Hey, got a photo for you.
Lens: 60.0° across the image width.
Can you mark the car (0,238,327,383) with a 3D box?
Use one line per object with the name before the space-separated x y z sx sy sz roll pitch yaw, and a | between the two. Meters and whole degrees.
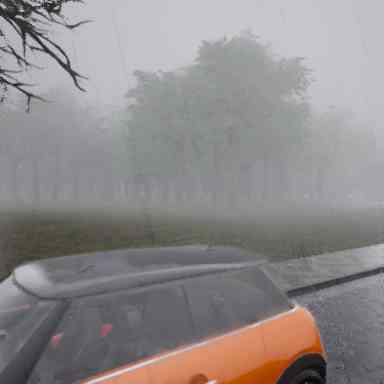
car | -0.961 1.357 2.694 4.553 1.767 2.097 1 0 -36
